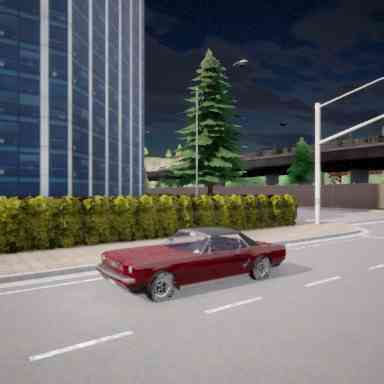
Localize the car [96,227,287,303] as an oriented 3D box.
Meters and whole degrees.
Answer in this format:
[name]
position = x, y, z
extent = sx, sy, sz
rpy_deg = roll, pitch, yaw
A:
[car]
position = 0.137, 1.600, 8.329
extent = 4.718, 1.301, 1.895
rpy_deg = 0, 0, -35
